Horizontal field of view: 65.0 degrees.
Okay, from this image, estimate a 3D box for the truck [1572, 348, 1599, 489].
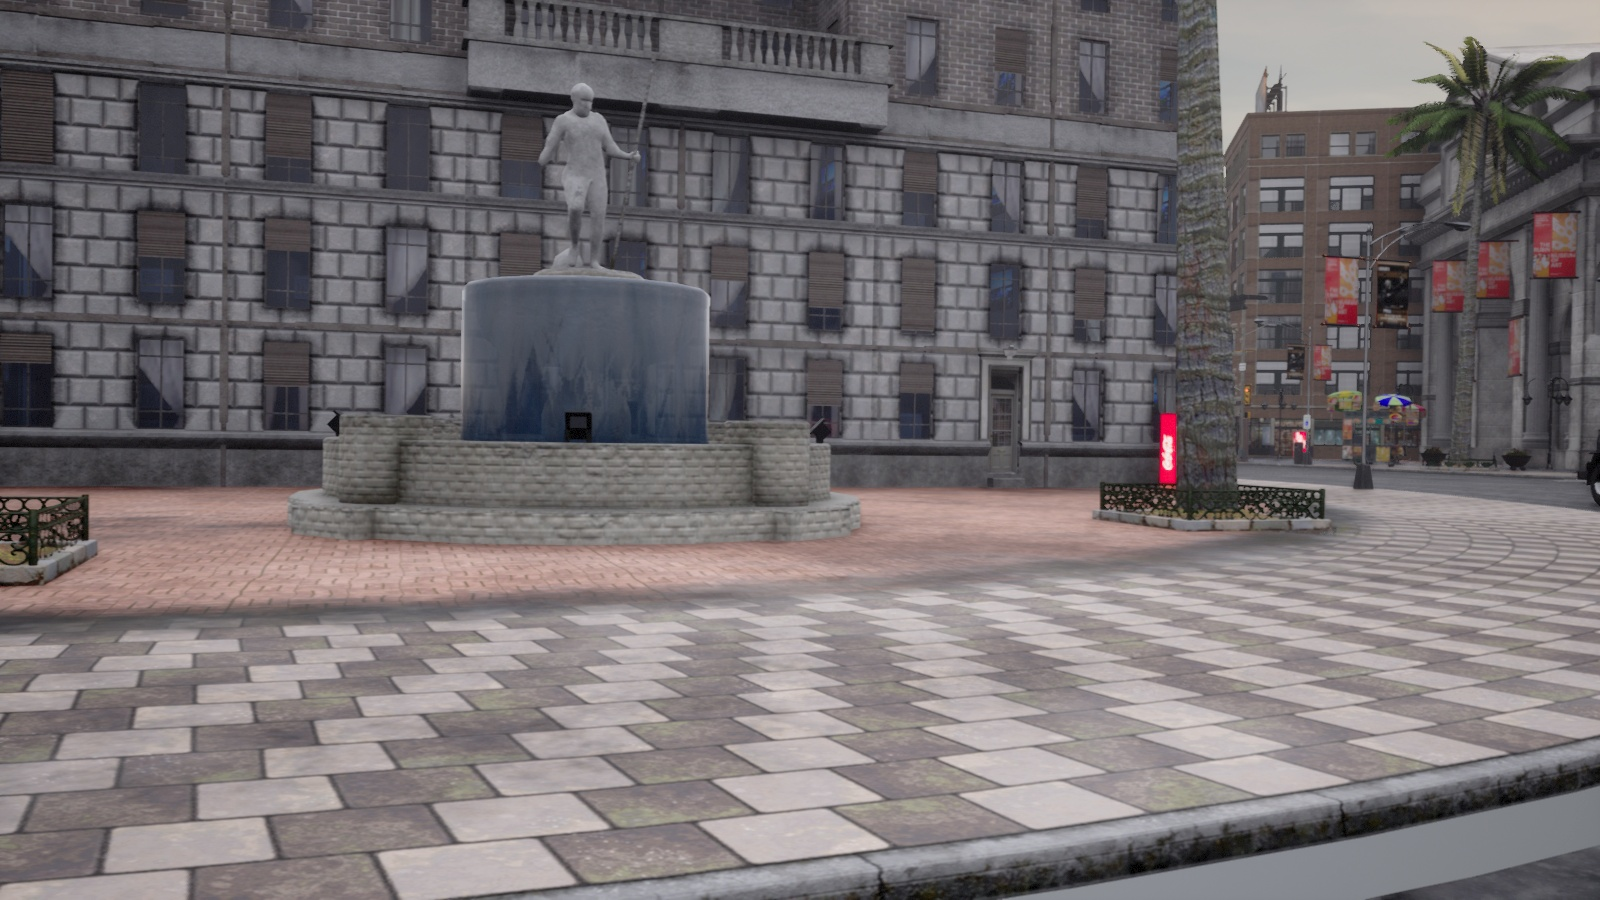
[{"bbox_3d":[20.851,-0.732,27.824,2.891,3.462,7.936,0,1,3],"label":"truck"}]
